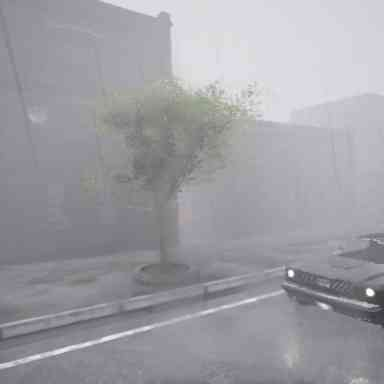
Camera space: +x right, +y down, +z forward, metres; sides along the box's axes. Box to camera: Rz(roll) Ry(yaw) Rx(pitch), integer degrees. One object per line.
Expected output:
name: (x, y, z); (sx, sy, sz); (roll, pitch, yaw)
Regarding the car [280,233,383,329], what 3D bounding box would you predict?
car: (3.999, 1.584, 6.822); (4.718, 1.301, 1.895); (0, 0, -35)
